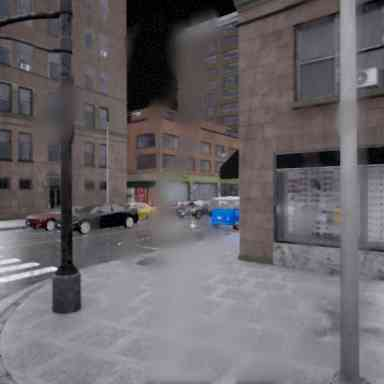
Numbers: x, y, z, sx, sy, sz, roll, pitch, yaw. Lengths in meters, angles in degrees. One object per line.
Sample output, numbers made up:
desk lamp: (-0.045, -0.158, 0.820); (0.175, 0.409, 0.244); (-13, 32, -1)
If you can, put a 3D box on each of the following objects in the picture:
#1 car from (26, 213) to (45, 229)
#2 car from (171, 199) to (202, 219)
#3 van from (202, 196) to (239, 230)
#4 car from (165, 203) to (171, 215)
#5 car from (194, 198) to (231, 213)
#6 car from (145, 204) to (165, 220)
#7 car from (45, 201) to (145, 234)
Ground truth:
car: (-7.580, 1.444, 19.943); (1.887, 1.381, 4.507); (0, 1, 36)
car: (0.720, 1.313, 26.664); (1.812, 1.442, 4.674); (0, 0, 36)
van: (2.566, 1.147, 19.378); (1.690, 1.788, 3.998); (0, 1, 36)
car: (-1.112, 1.376, 28.824); (1.802, 1.307, 4.206); (0, 1, 36)
car: (2.121, 1.324, 33.263); (1.802, 1.307, 4.206); (0, 1, 36)
car: (-4.446, 1.373, 24.245); (1.752, 1.417, 4.829); (0, 1, 36)
car: (-5.183, 1.361, 18.576); (1.882, 1.535, 5.008); (0, 0, 35)
